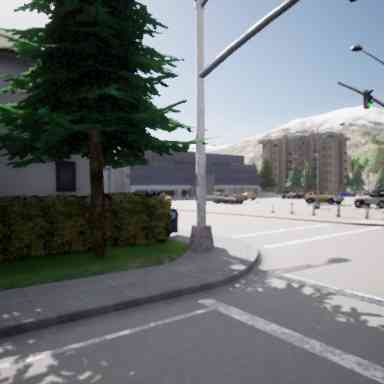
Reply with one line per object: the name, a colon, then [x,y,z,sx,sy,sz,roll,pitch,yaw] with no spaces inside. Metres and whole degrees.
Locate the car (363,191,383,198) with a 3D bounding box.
car: [38.447,0.545,70.099,1.970,1.475,3.806,-1,0,-36]

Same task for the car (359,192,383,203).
car: [27.032,0.714,48.352,2.007,1.523,4.514,-1,0,-36]

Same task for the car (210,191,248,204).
car: [5.029,0.941,45.691,2.007,1.523,4.514,-1,0,-36]

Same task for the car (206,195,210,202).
car: [3.871,0.833,53.549,1.970,1.475,3.806,-1,0,-36]

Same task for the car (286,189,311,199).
car: [21.370,0.440,67.092,1.932,1.855,4.605,-1,0,-36]

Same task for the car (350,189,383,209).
car: [18.456,0.677,33.333,1.905,1.878,3.866,-1,0,-36]

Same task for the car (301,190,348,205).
car: [16.515,0.659,41.636,1.932,1.855,4.605,-1,0,-36]

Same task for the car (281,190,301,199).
car: [19.256,0.454,65.056,1.905,1.878,3.866,-1,0,-36]

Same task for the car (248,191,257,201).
car: [8.884,0.680,57.568,2.152,1.636,5.027,-1,0,-36]

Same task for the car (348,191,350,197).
car: [36.519,0.500,77.860,1.845,1.501,3.633,-1,0,-36]
